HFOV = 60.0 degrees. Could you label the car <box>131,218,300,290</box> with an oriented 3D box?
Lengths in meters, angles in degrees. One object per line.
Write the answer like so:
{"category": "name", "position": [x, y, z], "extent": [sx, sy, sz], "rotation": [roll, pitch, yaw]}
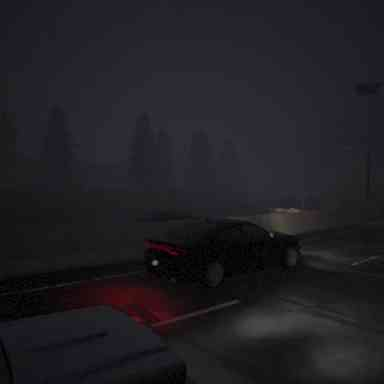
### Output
{"category": "car", "position": [1.047, 1.482, 9.271], "extent": [5.008, 1.535, 1.882], "rotation": [0, 0, -39]}

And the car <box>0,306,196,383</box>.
{"category": "car", "position": [-2.299, 1.610, 2.237], "extent": [4.718, 1.301, 1.895], "rotation": [0, 0, -35]}

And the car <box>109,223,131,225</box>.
{"category": "car", "position": [-1.520, 1.564, 16.418], "extent": [5.357, 1.411, 2.033], "rotation": [0, 0, -41]}
